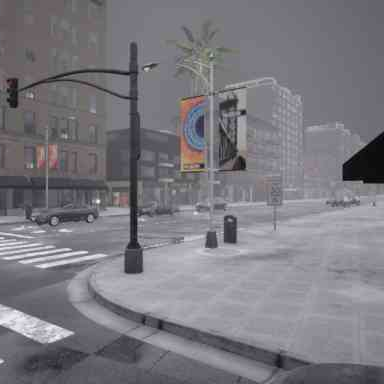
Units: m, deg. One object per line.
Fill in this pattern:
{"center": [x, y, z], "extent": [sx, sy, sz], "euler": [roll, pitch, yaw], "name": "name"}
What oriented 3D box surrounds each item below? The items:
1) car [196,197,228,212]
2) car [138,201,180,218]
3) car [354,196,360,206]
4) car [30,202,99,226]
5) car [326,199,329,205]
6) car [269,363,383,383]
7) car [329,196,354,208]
{"center": [2.370, 1.409, 39.543], "extent": [2.097, 1.767, 4.553], "euler": [0, 0, 35], "name": "car"}
{"center": [-3.278, 1.584, 31.535], "extent": [2.033, 1.411, 5.357], "euler": [0, 0, 35], "name": "car"}
{"center": [29.200, 1.507, 60.379], "extent": [2.097, 1.767, 4.553], "euler": [0, 0, 33], "name": "car"}
{"center": [-8.899, 1.525, 23.555], "extent": [1.837, 1.490, 4.892], "euler": [0, 0, 35], "name": "car"}
{"center": [26.393, 1.714, 62.048], "extent": [1.994, 1.385, 4.181], "euler": [0, 0, 35], "name": "car"}
{"center": [2.220, 1.551, 1.266], "extent": [4.403, 1.369, 2.008], "euler": [0, 0, 35], "name": "car"}
{"center": [23.523, 1.478, 52.325], "extent": [2.097, 1.767, 4.553], "euler": [0, 0, 35], "name": "car"}
